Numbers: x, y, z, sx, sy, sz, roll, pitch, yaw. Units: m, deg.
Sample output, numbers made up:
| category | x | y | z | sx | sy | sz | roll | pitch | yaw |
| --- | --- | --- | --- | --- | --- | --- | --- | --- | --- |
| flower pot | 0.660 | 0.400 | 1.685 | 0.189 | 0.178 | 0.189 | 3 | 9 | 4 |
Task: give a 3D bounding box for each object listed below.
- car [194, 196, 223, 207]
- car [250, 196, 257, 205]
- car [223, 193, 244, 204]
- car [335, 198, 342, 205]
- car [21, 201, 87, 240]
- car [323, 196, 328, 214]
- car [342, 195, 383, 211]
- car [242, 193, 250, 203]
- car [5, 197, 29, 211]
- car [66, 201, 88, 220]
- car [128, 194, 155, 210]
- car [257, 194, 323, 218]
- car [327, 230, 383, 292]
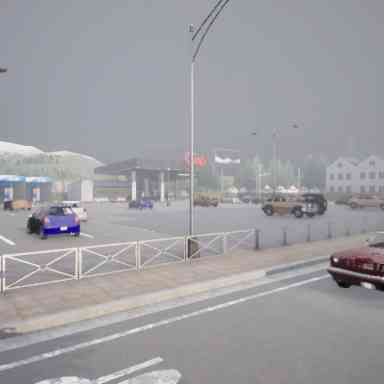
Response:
| category | x | y | z | sx | sy | sz | roll | pitch | yaw |
| --- | --- | --- | --- | --- | --- | --- | --- | --- | --- |
| car | 1.700 | 1.312 | 45.986 | 2.007 | 1.523 | 4.514 | 0 | 0 | -38 |
| car | 11.990 | 1.110 | 53.043 | 1.932 | 1.855 | 4.605 | 0 | 0 | -38 |
| car | 6.773 | 1.374 | 59.728 | 1.970 | 1.475 | 3.806 | 0 | 0 | -38 |
| car | 23.605 | 1.311 | 49.369 | 2.007 | 1.523 | 4.514 | 0 | 0 | -38 |
| car | -6.814 | 1.389 | 16.182 | 1.845 | 1.501 | 3.633 | 0 | 0 | -38 |
| car | 10.018 | 1.091 | 29.545 | 1.905 | 1.878 | 3.866 | 0 | 0 | -38 |
| car | 20.140 | 1.167 | 37.371 | 2.152 | 1.636 | 5.027 | 0 | 0 | -38 |
| car | 9.777 | 1.090 | 61.278 | 1.905 | 1.878 | 3.866 | 0 | 0 | -38 |
| car | -20.296 | 1.346 | 38.732 | 2.152 | 1.636 | 5.027 | 0 | 0 | -38 |
| car | -8.995 | 1.399 | 23.876 | 1.970 | 1.475 | 3.806 | 0 | 0 | -38 |
| car | -6.231 | 1.334 | 39.907 | 1.845 | 1.501 | 3.633 | 0 | 0 | -38 |
| car | 7.972 | 1.111 | 27.441 | 1.932 | 1.855 | 4.605 | 0 | 0 | -38 |
| car | 5.333 | 1.600 | 8.146 | 4.718 | 1.301 | 1.895 | 0 | 0 | -38 |
